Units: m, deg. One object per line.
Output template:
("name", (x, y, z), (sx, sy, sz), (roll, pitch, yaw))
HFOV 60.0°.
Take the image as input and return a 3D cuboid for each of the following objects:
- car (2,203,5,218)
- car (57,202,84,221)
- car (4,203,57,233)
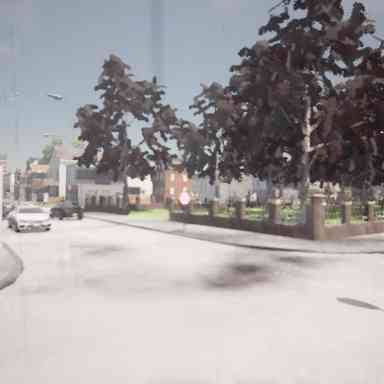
("car", (-15.590, 1.605, 28.235), (1.994, 1.385, 4.181), (1, 0, -35))
("car", (-10.817, 1.593, 28.700), (1.837, 1.490, 4.892), (1, 0, -36))
("car", (-9.989, 1.566, 20.353), (1.812, 1.442, 4.674), (1, 0, -36))
